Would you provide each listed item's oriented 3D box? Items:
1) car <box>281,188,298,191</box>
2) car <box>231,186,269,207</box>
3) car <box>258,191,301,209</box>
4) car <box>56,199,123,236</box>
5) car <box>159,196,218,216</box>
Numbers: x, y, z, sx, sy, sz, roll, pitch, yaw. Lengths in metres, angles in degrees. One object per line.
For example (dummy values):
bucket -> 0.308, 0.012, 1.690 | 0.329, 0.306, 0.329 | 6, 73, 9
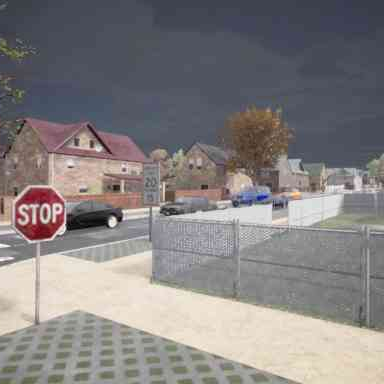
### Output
car -> 11.984, 0.316, 41.442 | 2.097, 1.767, 4.553 | 1, 2, 36
car -> 5.988, 0.425, 33.062 | 2.150, 2.045, 5.566 | 1, 2, 36
car -> 8.316, 0.851, 31.283 | 1.895, 1.301, 4.718 | 1, 2, 35
car -> -5.693, 1.156, 16.594 | 1.882, 1.535, 5.008 | 1, 2, 34
car -> -0.091, 0.996, 24.533 | 2.033, 1.411, 5.357 | 1, 2, 35
